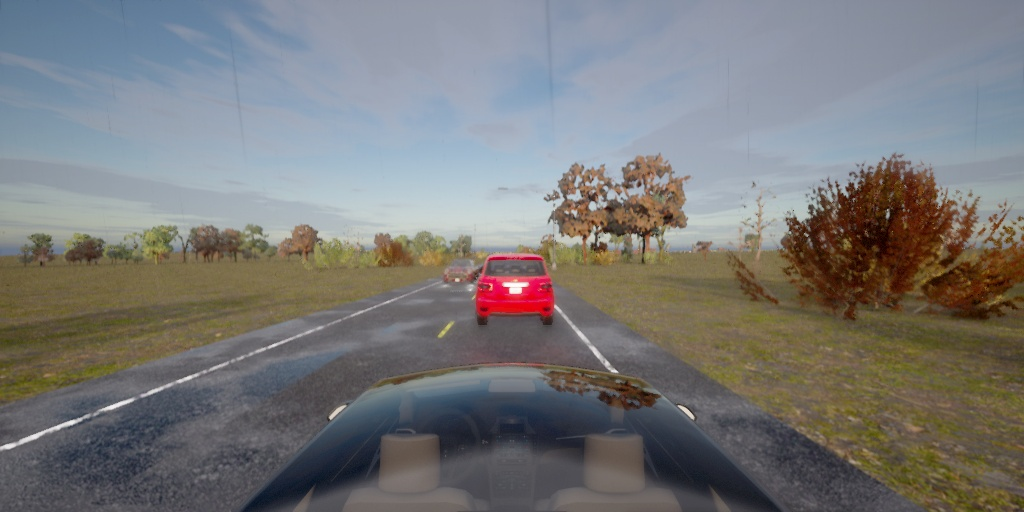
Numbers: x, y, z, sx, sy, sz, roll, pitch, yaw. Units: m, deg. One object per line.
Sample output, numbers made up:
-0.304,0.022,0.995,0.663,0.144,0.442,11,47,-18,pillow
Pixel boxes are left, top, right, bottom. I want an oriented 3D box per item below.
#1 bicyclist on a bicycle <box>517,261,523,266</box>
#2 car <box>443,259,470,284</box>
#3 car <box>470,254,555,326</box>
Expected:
0.851,1.041,36.258,0.659,1.776,1.843,0,0,0,bicyclist on a bicycle
-3.678,1.045,26.314,2.097,1.767,4.553,0,0,0,car
0.065,0.949,11.727,2.150,2.045,5.566,0,0,-1,car
